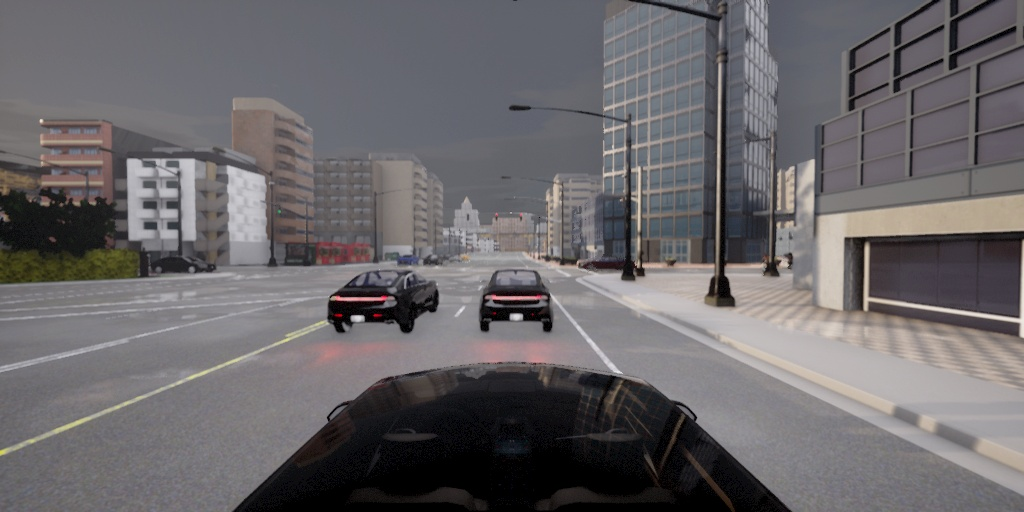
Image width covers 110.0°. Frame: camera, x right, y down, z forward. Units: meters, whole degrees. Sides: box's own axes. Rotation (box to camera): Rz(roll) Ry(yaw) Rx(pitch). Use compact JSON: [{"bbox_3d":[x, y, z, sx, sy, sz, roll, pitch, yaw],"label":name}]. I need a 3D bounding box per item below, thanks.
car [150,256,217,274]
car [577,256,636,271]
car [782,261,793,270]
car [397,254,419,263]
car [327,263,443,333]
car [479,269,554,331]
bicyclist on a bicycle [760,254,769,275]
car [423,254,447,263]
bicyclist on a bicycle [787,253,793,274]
[{"bbox_3d":[-28.709,0.770,31.432,4.892,1.490,1.837,0,1,1],"label":"car"},{"bbox_3d":[9.136,0.735,34.755,5.357,1.411,2.033,0,1,0],"label":"car"},{"bbox_3d":[28.831,0.681,34.488,4.902,1.511,2.128,0,1,1],"label":"car"},{"bbox_3d":[-14.002,0.503,48.569,1.882,1.535,5.008,0,1,0],"label":"car"},{"bbox_3d":[-3.390,1.129,10.313,2.128,1.511,4.902,0,1,0],"label":"car"},{"bbox_3d":[0.113,1.127,10.507,2.128,1.511,4.902,0,1,0],"label":"car"},{"bbox_3d":[19.195,0.647,26.998,1.656,1.620,0.582,-1,2,-23],"label":"bicyclist on a bicycle"},{"bbox_3d":[-10.507,0.511,48.013,1.882,1.535,5.008,0,1,0],"label":"car"},{"bbox_3d":[21.073,0.549,26.772,1.656,1.620,0.582,-26,-4,-27],"label":"bicyclist on a bicycle"}]
